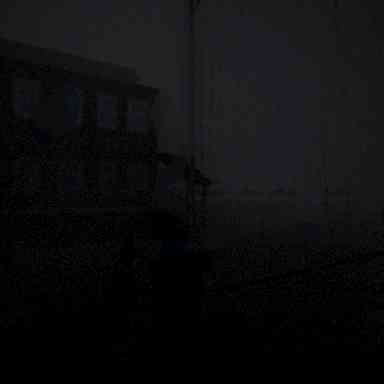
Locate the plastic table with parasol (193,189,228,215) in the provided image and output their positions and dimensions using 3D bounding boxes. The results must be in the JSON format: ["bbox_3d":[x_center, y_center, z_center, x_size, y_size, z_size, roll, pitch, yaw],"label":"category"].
[{"bbox_3d":[1.854,0.910,33.458,2.482,2.480,2.482,0,0,-35],"label":"plastic table with parasol"}]
